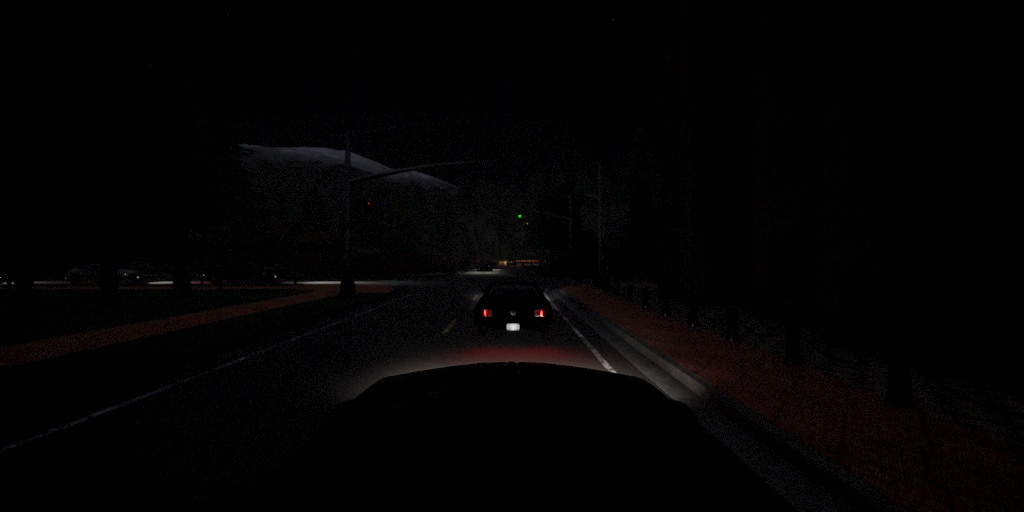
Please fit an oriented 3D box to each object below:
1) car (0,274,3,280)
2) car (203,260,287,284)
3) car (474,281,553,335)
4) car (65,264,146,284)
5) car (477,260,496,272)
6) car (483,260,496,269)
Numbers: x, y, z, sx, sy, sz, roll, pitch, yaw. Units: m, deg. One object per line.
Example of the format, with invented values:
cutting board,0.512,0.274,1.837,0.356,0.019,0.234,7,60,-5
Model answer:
car,-40.896,1.300,26.367,4.892,1.490,1.837,0,0,-2
car,-20.251,1.287,26.911,4.902,1.511,2.128,0,0,-1
car,0.041,1.372,10.612,1.895,1.301,4.718,0,0,0
car,-30.197,1.320,26.662,4.674,1.442,1.812,0,0,-1
car,-3.710,1.340,49.726,1.882,1.535,5.008,0,0,0
car,-3.733,1.449,59.705,1.994,1.385,4.181,0,0,-1
